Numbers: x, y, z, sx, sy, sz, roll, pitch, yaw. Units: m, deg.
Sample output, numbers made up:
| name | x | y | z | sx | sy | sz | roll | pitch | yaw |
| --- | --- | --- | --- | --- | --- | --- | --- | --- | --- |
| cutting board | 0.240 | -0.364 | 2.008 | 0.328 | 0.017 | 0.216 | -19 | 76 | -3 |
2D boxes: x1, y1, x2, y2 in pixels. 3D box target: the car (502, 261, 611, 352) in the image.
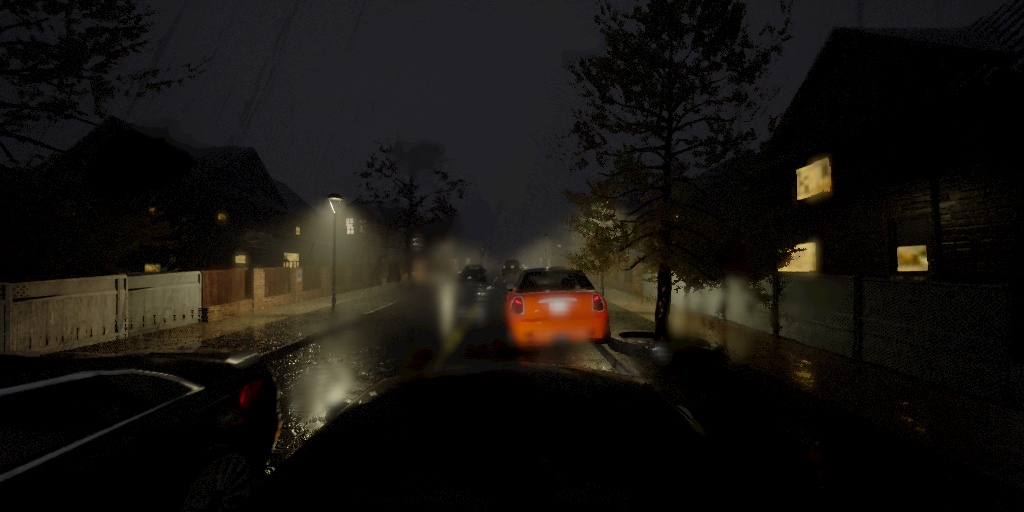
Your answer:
| name | x | y | z | sx | sy | sz | roll | pitch | yaw |
| --- | --- | --- | --- | --- | --- | --- | --- | --- | --- |
| car | 0.917 | 1.060 | 9.117 | 2.097 | 1.767 | 4.553 | -3 | -1 | 0 |

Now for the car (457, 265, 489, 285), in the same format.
| name | x | y | z | sx | sy | sz | roll | pitch | yaw |
| --- | --- | --- | --- | --- | --- | --- | --- | --- | --- |
| car | -2.772 | 1.352 | 26.170 | 1.994 | 1.385 | 4.181 | 0 | 0 | 0 |

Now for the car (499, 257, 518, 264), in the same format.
| name | x | y | z | sx | sy | sz | roll | pitch | yaw |
| --- | --- | --- | --- | --- | --- | --- | --- | --- | --- |
| car | 0.045 | 1.167 | 37.947 | 2.097 | 1.767 | 4.553 | 0 | 0 | 0 |

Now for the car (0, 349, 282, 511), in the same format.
| name | x | y | z | sx | sy | sz | roll | pitch | yaw |
| --- | --- | --- | --- | --- | --- | --- | --- | --- | --- |
| car | -2.847 | 1.240 | 0.979 | 2.128 | 1.511 | 4.902 | 0 | 0 | 0 |
